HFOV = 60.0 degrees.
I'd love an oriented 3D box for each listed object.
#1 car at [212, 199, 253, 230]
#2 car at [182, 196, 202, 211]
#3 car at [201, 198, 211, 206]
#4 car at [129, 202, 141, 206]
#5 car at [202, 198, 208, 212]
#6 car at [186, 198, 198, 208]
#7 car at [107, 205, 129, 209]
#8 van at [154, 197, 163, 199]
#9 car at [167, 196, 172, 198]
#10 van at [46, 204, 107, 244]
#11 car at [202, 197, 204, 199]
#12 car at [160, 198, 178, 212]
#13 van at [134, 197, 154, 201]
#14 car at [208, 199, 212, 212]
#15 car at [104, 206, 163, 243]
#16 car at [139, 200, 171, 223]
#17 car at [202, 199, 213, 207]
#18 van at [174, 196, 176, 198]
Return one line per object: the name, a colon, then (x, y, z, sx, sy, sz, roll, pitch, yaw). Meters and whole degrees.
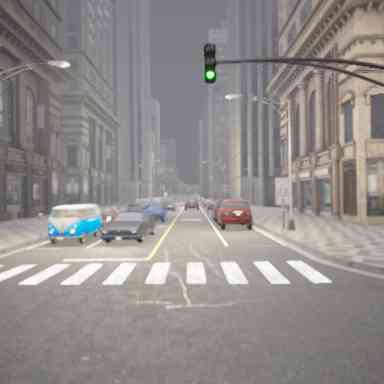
car: (2.745, 1.427, 22.130, 2.192, 1.841, 5.009, -1, 0, 0)
car: (-0.022, 1.708, 47.670, 2.097, 1.767, 4.553, -1, 0, 0)
car: (2.740, 2.010, 65.653, 1.887, 1.381, 4.507, -1, 0, 0)
car: (-5.777, 1.816, 27.558, 1.887, 1.381, 4.507, -1, 0, 0)
car: (2.744, 1.838, 43.891, 2.008, 1.369, 4.403, -1, 0, 0)
car: (-0.022, 1.915, 57.702, 1.882, 1.535, 5.008, -1, 0, 0)
car: (-5.778, 1.668, 22.118, 1.967, 1.590, 4.097, -1, 0, 0)
van: (-5.784, 1.789, 49.324, 1.690, 1.788, 3.998, -1, 0, 0)
car: (-5.787, 1.897, 65.647, 2.192, 1.841, 5.009, -1, 0, 0)
van: (-5.778, 1.527, 16.678, 1.690, 1.788, 3.998, -1, 0, 0)
car: (2.741, 1.816, 54.773, 1.967, 1.590, 4.097, -1, 0, 0)
car: (-3.084, 1.919, 44.421, 2.033, 1.411, 5.357, -1, 0, 0)
van: (-5.782, 1.701, 38.442, 1.690, 1.788, 3.998, -1, 0, 0)
car: (2.744, 1.470, 27.571, 2.192, 1.841, 5.009, -1, 0, 0)
car: (-3.086, 1.703, 17.412, 2.033, 1.411, 5.357, -1, 0, 4)
car: (-3.113, 1.718, 28.188, 1.882, 1.535, 5.008, -1, -1, 0)
car: (2.742, 2.002, 60.212, 1.802, 1.307, 4.206, -1, 0, 0)
van: (-5.793, 2.134, 87.410, 1.690, 1.788, 3.998, -1, -1, 0)
